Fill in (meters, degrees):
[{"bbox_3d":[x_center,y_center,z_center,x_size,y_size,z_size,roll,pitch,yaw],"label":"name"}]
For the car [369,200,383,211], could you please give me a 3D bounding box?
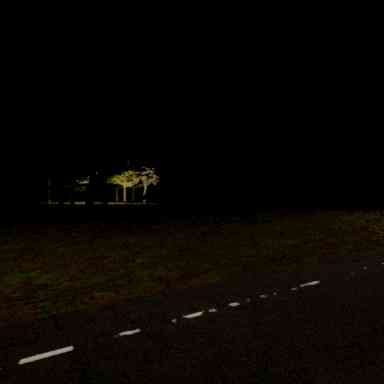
[{"bbox_3d":[23.717,1.507,38.764,2.033,1.411,5.357,2,-3,-36],"label":"car"}]
